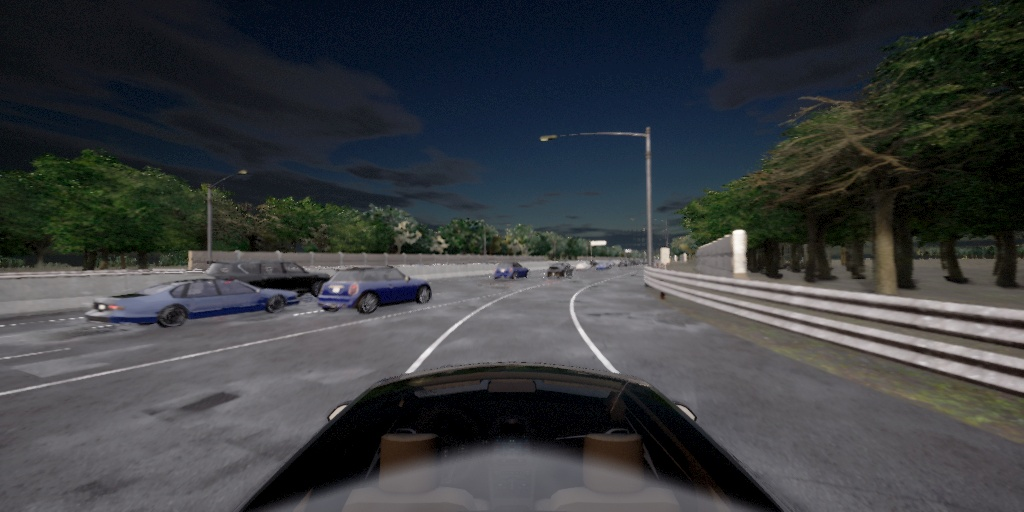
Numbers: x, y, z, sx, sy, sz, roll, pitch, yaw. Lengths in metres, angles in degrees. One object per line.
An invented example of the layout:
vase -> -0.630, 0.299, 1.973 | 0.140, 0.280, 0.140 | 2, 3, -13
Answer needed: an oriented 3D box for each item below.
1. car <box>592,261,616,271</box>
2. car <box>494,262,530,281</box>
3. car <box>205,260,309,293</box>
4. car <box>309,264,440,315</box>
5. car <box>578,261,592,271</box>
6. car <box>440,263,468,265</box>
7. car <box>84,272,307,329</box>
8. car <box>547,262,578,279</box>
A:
car -> 15.257, 1.669, 59.314 | 2.033, 1.411, 5.357 | -1, -1, 24
car -> 0.049, 1.386, 34.480 | 2.097, 1.767, 4.553 | -1, -1, 25
car -> -11.606, 1.210, 17.492 | 2.150, 2.045, 5.566 | -1, -1, 25
car -> -5.279, 1.223, 14.495 | 2.097, 1.767, 4.553 | -1, -1, 25
car -> 12.080, 1.707, 60.785 | 1.812, 1.442, 4.674 | -1, -1, 24
car -> -9.207, 1.917, 56.364 | 1.837, 1.490, 4.892 | -1, -1, 25
car -> -10.214, 1.456, 12.124 | 2.033, 1.411, 5.357 | -1, -1, 25
car -> 5.023, 1.502, 36.922 | 1.837, 1.490, 4.892 | -1, -1, 25
